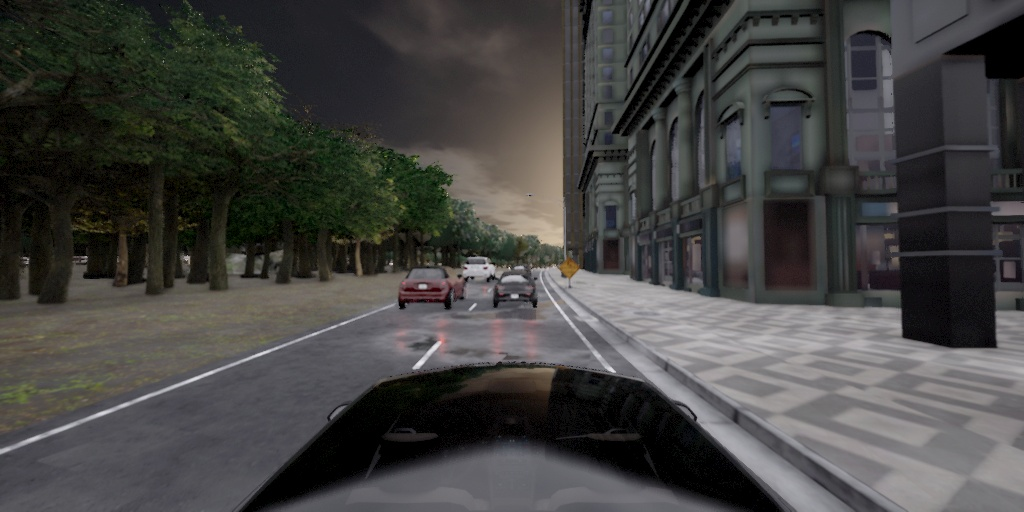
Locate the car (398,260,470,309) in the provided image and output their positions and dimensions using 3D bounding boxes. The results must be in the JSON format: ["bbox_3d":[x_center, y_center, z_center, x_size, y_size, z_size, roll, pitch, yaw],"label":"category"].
[{"bbox_3d":[-3.338,1.204,15.800,2.097,1.767,4.553,0,0,2],"label":"car"}]

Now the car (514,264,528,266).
[{"bbox_3d":[0.791,1.424,30.836,1.812,1.442,4.674,0,0,3],"label":"car"}]

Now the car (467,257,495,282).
[{"bbox_3d":[-2.732,1.119,30.673,2.150,2.045,5.566,0,0,3],"label":"car"}]

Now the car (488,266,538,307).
[{"bbox_3d":[0.174,1.378,16.018,1.812,1.442,4.674,0,0,2],"label":"car"}]

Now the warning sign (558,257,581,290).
[{"bbox_3d":[3.370,0.985,20.829,1.300,1.860,1.060,0,0,2],"label":"warning sign"}]
